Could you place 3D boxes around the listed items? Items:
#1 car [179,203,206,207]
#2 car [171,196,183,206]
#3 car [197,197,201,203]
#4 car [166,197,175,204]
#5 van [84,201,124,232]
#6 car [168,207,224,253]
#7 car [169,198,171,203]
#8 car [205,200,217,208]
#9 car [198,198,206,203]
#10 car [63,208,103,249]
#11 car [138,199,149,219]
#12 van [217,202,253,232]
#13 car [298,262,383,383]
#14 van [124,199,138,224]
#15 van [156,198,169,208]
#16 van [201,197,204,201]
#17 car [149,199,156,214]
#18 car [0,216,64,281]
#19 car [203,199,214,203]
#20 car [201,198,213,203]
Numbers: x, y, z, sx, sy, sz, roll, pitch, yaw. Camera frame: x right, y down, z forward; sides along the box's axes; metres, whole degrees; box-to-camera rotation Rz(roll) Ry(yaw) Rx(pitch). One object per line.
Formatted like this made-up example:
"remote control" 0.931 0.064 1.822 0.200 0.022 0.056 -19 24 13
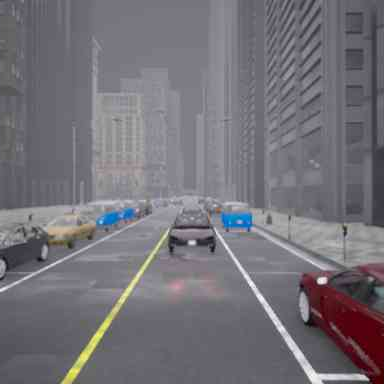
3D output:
"car" 0.010 1.876 29.102 1.895 1.301 4.718 0 0 0
"car" -2.981 2.141 71.003 1.882 1.535 5.008 0 -1 0
"car" 2.376 2.247 79.372 1.837 1.490 4.892 0 -1 0
"car" -5.742 2.270 88.917 1.967 1.590 4.097 0 -1 0
"van" -5.761 1.542 21.230 1.690 1.788 3.998 0 -1 0
"car" 0.008 1.628 14.292 2.128 1.511 4.902 0 0 0
"car" -5.748 2.167 66.354 1.887 1.381 4.507 0 -1 0
"car" 2.770 1.942 38.152 1.802 1.307 4.206 0 -1 0
"car" 2.785 2.445 94.556 1.947 1.339 4.313 0 0 0
"car" -5.761 1.672 15.418 1.752 1.417 4.829 0 -1 0
"car" -5.757 1.747 32.510 1.967 1.590 4.097 0 -1 0
"van" 2.765 1.542 21.233 1.690 1.788 3.998 0 -1 0
"car" 2.761 1.586 4.310 1.887 1.381 4.507 0 -1 0
"van" -5.759 1.595 26.871 1.690 1.788 3.998 0 -1 0
"van" -5.750 1.911 60.715 1.690 1.788 3.998 0 -1 0
"van" 2.773 1.859 55.075 1.690 1.788 3.998 0 -1 0
"car" -5.756 1.675 38.153 2.192 1.841 5.009 0 -1 0
"car" -5.763 1.646 9.947 2.008 1.369 4.403 0 -1 0
"car" 2.772 1.994 43.792 1.802 1.307 4.206 0 -1 0
"car" 2.773 2.031 49.433 1.947 1.339 4.313 0 -1 0
